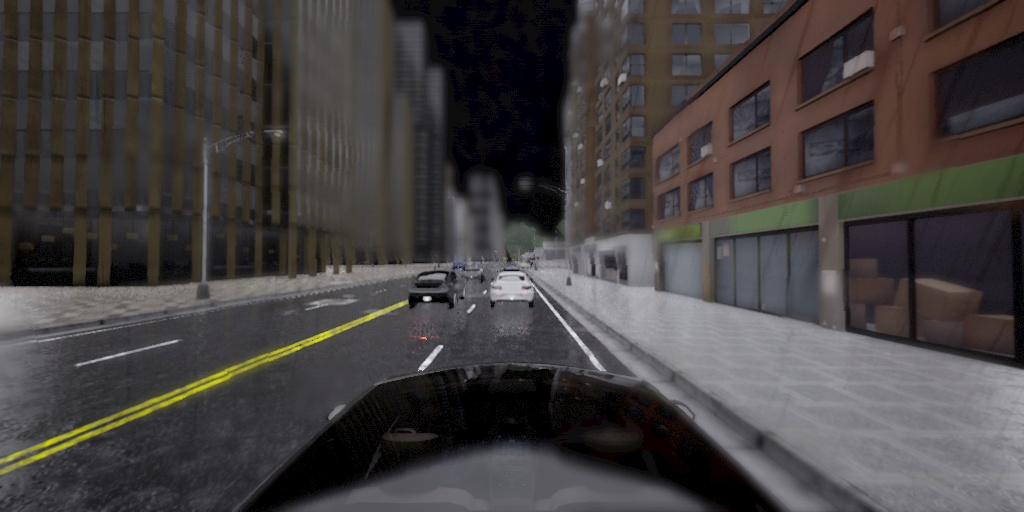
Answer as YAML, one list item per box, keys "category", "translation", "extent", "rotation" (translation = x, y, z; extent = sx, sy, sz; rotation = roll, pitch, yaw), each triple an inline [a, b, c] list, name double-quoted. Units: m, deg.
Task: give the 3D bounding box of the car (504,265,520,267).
- category: "car"
  translation: [-0.005, 1.511, 31.152]
  extent: [2.128, 1.511, 4.902]
  rotation: [0, 0, 0]

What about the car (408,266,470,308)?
- category: "car"
  translation: [-3.251, 1.391, 16.138]
  extent: [1.837, 1.490, 4.892]
  rotation: [0, 0, 0]

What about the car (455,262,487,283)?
- category: "car"
  translation: [-3.254, 1.511, 31.149]
  extent: [2.128, 1.511, 4.902]
  rotation: [0, 0, 0]

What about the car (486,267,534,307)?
- category: "car"
  translation: [0.001, 1.409, 16.243]
  extent: [1.812, 1.442, 4.674]
  rotation: [0, 0, 0]
